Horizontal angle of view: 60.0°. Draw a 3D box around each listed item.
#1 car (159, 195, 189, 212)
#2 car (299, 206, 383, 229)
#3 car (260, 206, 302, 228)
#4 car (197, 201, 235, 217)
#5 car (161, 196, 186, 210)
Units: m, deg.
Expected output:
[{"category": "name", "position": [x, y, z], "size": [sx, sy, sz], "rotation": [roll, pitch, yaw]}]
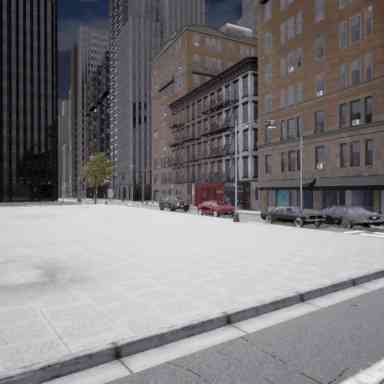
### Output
[{"category": "car", "position": [-2.392, 1.410, 41.993], "size": [2.150, 2.045, 5.566], "rotation": [0, 0, -27]}, {"category": "car", "position": [9.849, 1.602, 21.972], "size": [2.033, 1.411, 5.357], "rotation": [0, 0, -21]}, {"category": "car", "position": [6.920, 1.675, 23.068], "size": [1.895, 1.301, 4.718], "rotation": [0, 0, -26]}, {"category": "car", "position": [2.288, 1.607, 32.466], "size": [1.882, 1.535, 5.008], "rotation": [0, 0, -26]}, {"category": "car", "position": [-2.792, 1.571, 48.907], "size": [2.097, 1.767, 4.553], "rotation": [0, 0, -27]}]
